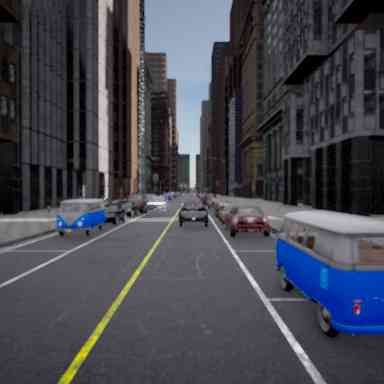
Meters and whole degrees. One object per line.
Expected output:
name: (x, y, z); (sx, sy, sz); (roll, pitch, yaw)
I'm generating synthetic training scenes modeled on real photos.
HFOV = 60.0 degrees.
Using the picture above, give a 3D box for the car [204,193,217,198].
car: (2.769, 1.288, 40.161); (1.967, 1.590, 4.097); (0, 0, 0)

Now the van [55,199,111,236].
van: (-5.761, 1.273, 17.606); (1.690, 1.788, 3.998); (0, 0, 0)

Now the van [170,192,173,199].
van: (-5.750, 1.062, 73.973); (1.690, 1.788, 3.998); (0, 0, 0)

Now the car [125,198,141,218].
car: (-5.758, 1.455, 28.880); (1.947, 1.339, 4.313); (0, 0, 0)

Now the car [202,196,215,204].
car: (2.773, 1.329, 57.071); (1.887, 1.381, 4.507); (0, 0, 0)

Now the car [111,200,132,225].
car: (-5.759, 1.476, 23.244); (1.947, 1.339, 4.313); (0, 0, 0)

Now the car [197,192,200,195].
car: (2.776, 1.161, 73.979); (1.967, 1.590, 4.097); (0, 0, 0)

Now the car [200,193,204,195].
car: (2.771, 1.120, 51.434); (2.192, 1.841, 5.009); (0, 0, 0)

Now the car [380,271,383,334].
car: (2.761, 1.522, 0.878); (1.752, 1.417, 4.829); (0, 0, 0)

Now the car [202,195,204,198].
car: (2.770, 1.392, 45.798); (1.947, 1.339, 4.313); (0, 0, 0)

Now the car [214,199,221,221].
car: (2.765, 1.436, 23.423); (1.752, 1.417, 4.829); (0, 0, 0)

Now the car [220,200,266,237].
car: (2.764, 1.373, 17.617); (1.967, 1.590, 4.097); (0, 0, 0)

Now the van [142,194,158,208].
van: (-5.755, 1.167, 45.790); (1.690, 1.788, 3.998); (0, 0, 0)

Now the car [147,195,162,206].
car: (-5.754, 1.245, 51.427); (1.967, 1.590, 4.097); (0, 0, 0)

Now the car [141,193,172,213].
car: (-2.993, 1.068, 28.946); (1.812, 1.442, 4.674); (0, 0, 0)

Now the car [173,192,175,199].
car: (-5.748, 1.226, 79.440); (1.752, 1.417, 4.829); (0, 0, 0)

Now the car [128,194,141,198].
car: (-5.758, 1.183, 34.516); (2.192, 1.841, 5.009); (0, 0, 0)

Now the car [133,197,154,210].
car: (-5.756, 1.392, 40.154); (1.887, 1.381, 4.507); (0, 0, 0)

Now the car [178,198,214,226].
car: (0.106, 1.406, 22.493); (2.128, 1.511, 4.902); (0, 0, 0)

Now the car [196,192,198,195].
car: (2.778, 1.247, 85.252); (1.947, 1.339, 4.313); (0, 0, 0)

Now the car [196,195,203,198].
car: (0.110, 1.428, 45.421); (1.895, 1.301, 4.718); (0, 0, 0)

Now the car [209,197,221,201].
car: (2.767, 1.441, 28.889); (2.008, 1.369, 4.403); (0, 0, 0)

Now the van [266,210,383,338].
van: (2.761, 1.316, 6.343); (1.690, 1.788, 3.998); (0, 0, 0)
